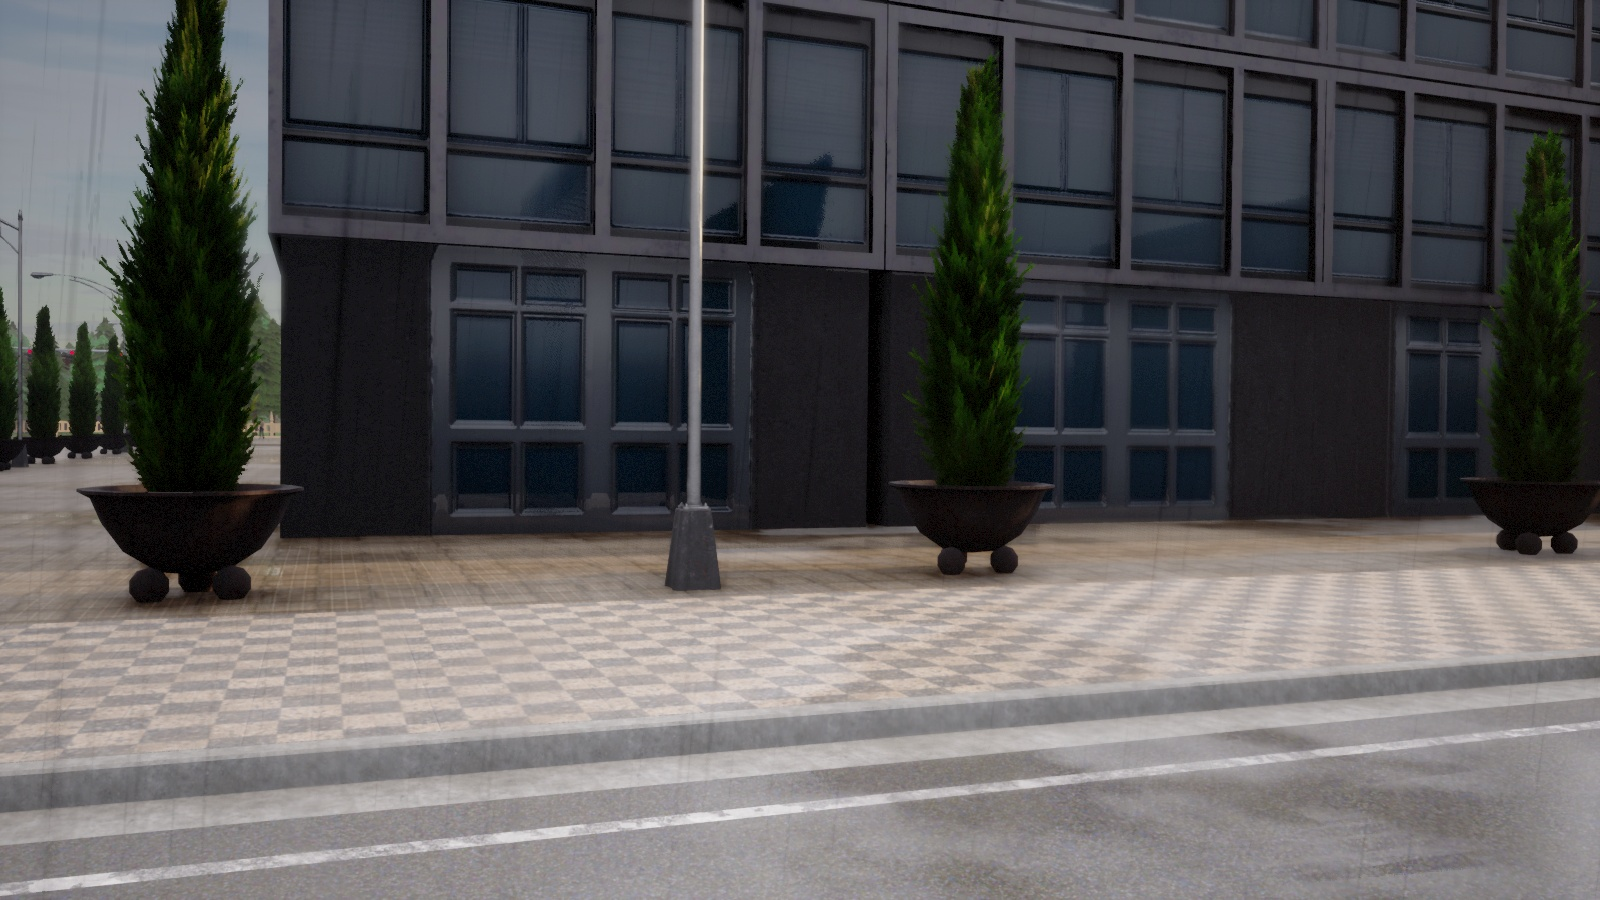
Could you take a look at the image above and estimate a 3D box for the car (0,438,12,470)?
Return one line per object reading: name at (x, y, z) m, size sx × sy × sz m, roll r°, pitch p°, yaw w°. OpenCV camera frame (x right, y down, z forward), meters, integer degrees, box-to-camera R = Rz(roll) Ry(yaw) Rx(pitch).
car at (-38.497, 0.209, 58.691) m, size 1.837 × 1.490 × 4.892 m, roll -1°, pitch 1°, yaw -20°
